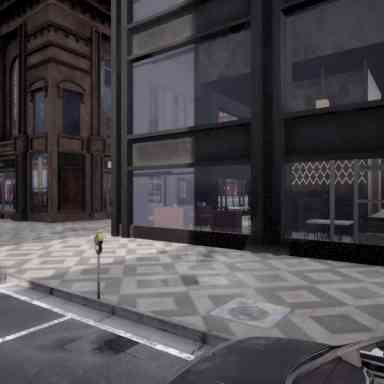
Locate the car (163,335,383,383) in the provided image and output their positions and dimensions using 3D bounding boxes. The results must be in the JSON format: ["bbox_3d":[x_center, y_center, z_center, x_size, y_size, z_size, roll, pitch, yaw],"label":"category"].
[{"bbox_3d":[1.685,1.551,1.761,4.403,1.369,2.008,0,0,36],"label":"car"}]
